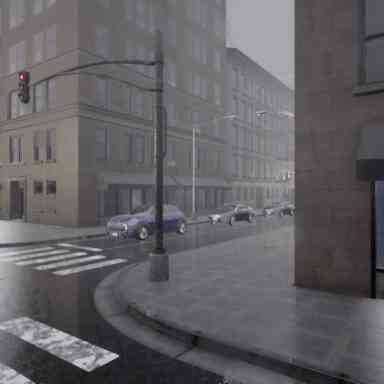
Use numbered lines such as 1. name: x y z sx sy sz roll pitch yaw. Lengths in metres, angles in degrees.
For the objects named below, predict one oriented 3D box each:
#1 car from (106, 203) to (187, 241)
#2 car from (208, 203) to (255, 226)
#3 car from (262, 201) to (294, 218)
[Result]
1. car: -2.301 1.429 17.511 2.097 1.767 4.553 0 0 36
2. car: 3.017 1.619 24.946 2.128 1.511 4.902 0 0 35
3. car: 8.531 1.671 32.697 2.128 1.511 4.902 0 0 36
